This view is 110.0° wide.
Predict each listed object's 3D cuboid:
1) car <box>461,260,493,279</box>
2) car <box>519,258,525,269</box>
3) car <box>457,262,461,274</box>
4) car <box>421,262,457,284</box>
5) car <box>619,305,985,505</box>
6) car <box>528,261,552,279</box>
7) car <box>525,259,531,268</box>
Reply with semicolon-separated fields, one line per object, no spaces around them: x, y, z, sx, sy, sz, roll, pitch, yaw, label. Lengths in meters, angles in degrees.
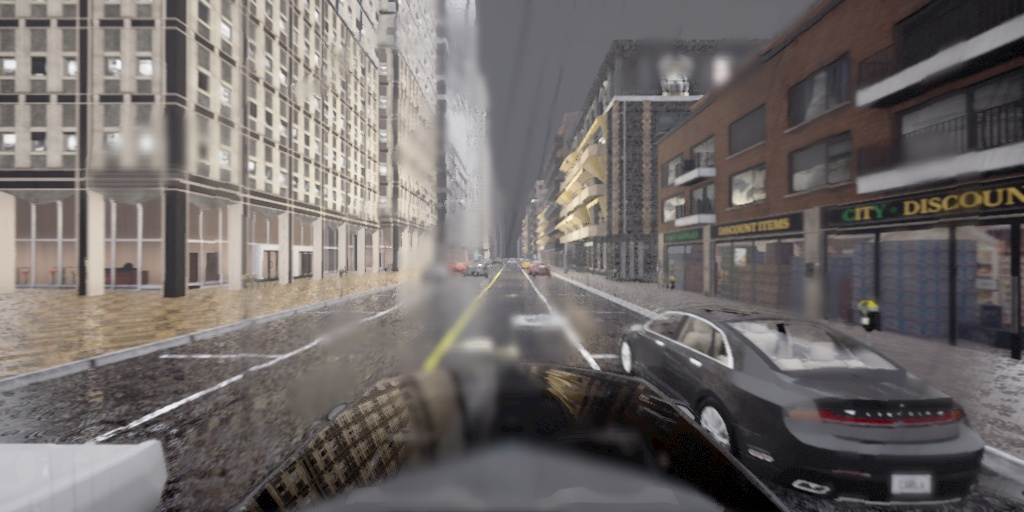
-3.094;1.324;32.246;1.994;1.385;4.181;0;0;0;car
2.350;1.234;56.332;1.801;1.575;5.366;0;0;0;car
-5.691;1.309;38.486;1.888;1.381;4.507;0;0;0;car
-5.690;1.308;27.188;2.007;1.370;4.403;0;0;0;car
2.690;1.301;4.594;2.007;1.370;4.403;0;0;0;car
2.690;1.342;32.837;1.802;1.307;4.207;0;0;0;car
2.690;1.204;38.486;1.967;1.591;4.097;0;0;0;car
